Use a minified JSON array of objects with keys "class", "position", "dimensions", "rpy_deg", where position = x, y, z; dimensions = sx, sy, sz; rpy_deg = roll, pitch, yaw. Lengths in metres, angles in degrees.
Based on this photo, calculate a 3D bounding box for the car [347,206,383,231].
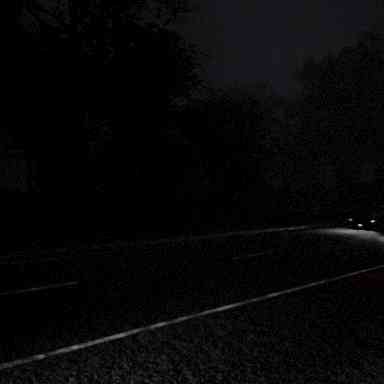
[{"class":"car","position":[12.118,1.586,21.245],"dimensions":[5.357,1.411,2.033],"rpy_deg":[0,0,-36]}]
